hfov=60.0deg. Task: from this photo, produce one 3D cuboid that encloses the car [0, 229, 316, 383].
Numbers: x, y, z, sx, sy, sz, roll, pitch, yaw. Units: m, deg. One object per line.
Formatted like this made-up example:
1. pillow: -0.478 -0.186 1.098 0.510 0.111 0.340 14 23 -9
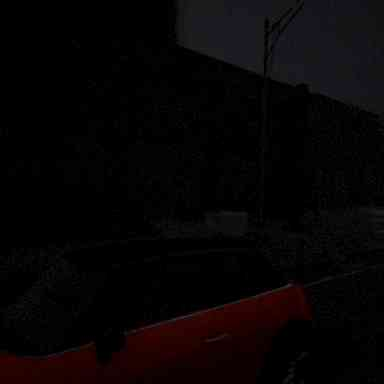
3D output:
1. car: -0.803 1.352 3.420 4.553 1.767 2.097 0 0 -35
